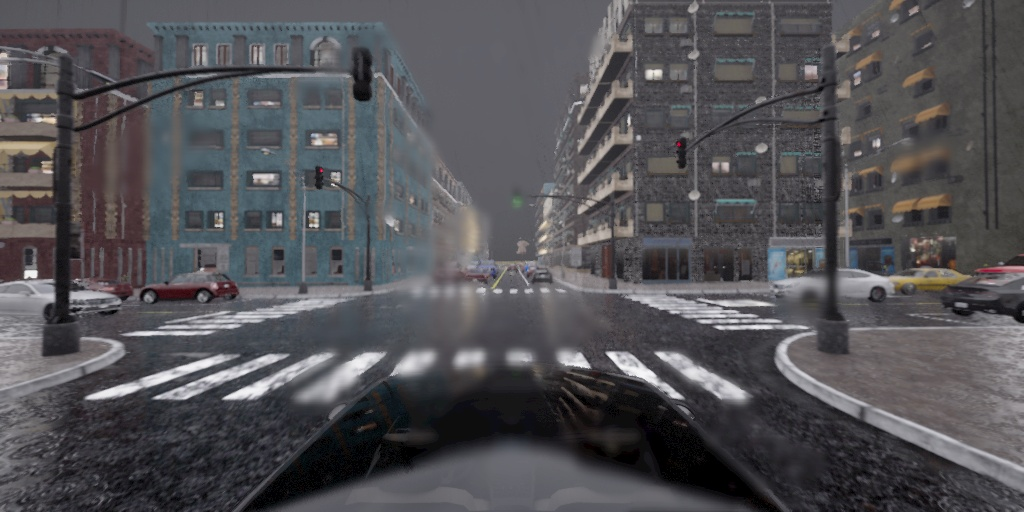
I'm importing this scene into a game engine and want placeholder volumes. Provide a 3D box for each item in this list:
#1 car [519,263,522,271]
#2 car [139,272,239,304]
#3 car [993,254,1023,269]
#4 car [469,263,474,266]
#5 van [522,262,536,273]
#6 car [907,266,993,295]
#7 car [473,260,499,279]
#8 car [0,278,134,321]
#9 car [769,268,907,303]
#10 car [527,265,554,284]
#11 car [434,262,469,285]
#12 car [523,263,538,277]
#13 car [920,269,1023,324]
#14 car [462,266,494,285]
[{"bbox_3d":[2.573,1.925,58.741,1.967,1.591,4.097,0,0,0],"label":"car"},{"bbox_3d":[-16.903,1.617,18.832,4.097,1.591,1.967,0,0,0],"label":"car"},{"bbox_3d":[24.216,0.842,16.056,5.566,2.045,2.150,-1,-1,1],"label":"car"},{"bbox_3d":[-5.311,1.750,36.535,1.888,1.381,4.507,0,0,0],"label":"car"},{"bbox_3d":[2.572,1.686,47.638,1.690,1.789,3.998,0,0,0],"label":"van"},{"bbox_3d":[21.135,1.220,18.532,4.829,1.417,1.751,0,0,0],"label":"car"},{"bbox_3d":[-2.844,1.480,40.765,2.150,2.045,5.566,0,-1,0],"label":"car"},{"bbox_3d":[-17.499,1.629,13.414,4.674,1.442,1.812,-1,-1,2],"label":"car"},{"bbox_3d":[14.264,1.273,16.128,4.674,1.442,1.812,-1,-1,2],"label":"car"},{"bbox_3d":[2.569,1.698,30.983,1.948,1.339,4.313,0,0,0],"label":"car"},{"bbox_3d":[-5.312,1.448,30.983,2.192,1.841,5.009,0,0,0],"label":"car"},{"bbox_3d":[2.571,1.857,42.086,1.802,1.307,4.207,0,0,0],"label":"car"},{"bbox_3d":[15.603,1.199,10.694,4.403,1.370,2.007,0,0,0],"label":"car"},{"bbox_3d":[-2.846,1.732,30.785,1.895,1.301,4.718,0,-1,0],"label":"car"}]
